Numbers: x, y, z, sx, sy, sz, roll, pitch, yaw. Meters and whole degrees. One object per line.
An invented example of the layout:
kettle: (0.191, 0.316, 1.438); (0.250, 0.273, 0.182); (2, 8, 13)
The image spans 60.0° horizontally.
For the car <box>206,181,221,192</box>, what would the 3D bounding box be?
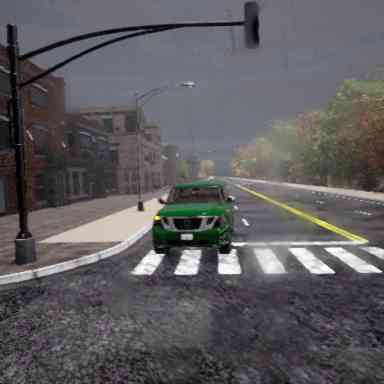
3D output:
car: (3.134, -0.856, 48.840); (2.033, 1.411, 5.357); (-1, 3, 4)

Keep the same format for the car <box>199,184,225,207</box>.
car: (1.588, 0.194, 26.501); (1.837, 1.490, 4.892); (-1, 3, 4)

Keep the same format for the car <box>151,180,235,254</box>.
car: (0.248, 0.665, 11.258); (2.150, 2.045, 5.566); (-1, 3, 8)
